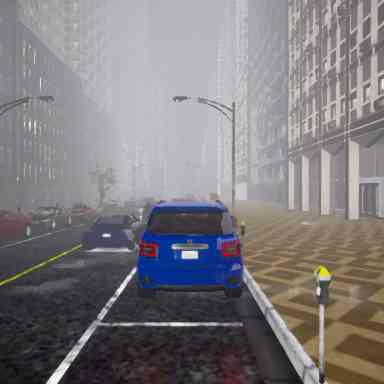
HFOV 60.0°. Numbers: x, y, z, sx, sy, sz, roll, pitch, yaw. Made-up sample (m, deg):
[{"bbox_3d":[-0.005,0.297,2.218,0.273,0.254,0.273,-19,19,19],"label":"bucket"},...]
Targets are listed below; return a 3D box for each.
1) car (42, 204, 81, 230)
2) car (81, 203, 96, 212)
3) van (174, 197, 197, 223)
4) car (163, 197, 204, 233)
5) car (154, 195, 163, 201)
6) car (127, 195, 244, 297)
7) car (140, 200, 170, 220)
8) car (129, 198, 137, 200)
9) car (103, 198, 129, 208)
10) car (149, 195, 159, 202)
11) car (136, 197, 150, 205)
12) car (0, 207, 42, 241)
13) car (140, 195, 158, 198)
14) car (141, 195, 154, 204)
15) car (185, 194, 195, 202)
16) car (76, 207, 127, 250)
[{"bbox_3d":[-8.844,1.547,20.672,2.008,1.369,4.403,-1,0,0],"label":"car"},{"bbox_3d":[-8.843,1.577,26.356,1.802,1.307,4.206,-1,0,0],"label":"car"},{"bbox_3d":[-0.465,1.336,26.356,1.690,1.788,3.998,-1,0,0],"label":"van"},{"bbox_3d":[-0.465,1.311,20.672,2.192,1.841,5.009,-1,0,0],"label":"car"},{"bbox_3d":[-8.844,1.545,88.876,1.947,1.339,4.313,-1,0,0],"label":"car"},{"bbox_3d":[-0.039,1.226,8.681,2.150,2.045,5.566,0,0,0],"label":"car"},{"bbox_3d":[-3.146,1.490,29.247,2.128,1.511,4.902,0,0,0],"label":"car"},{"bbox_3d":[-8.843,1.541,49.090,2.008,1.369,4.403,-1,0,0],"label":"car"},{"bbox_3d":[-8.844,1.543,37.723,2.008,1.369,4.403,-1,0,0],"label":"car"},{"bbox_3d":[-8.843,1.508,77.339,1.752,1.417,4.829,-1,0,0],"label":"car"},{"bbox_3d":[-8.843,1.569,60.458,1.802,1.307,4.206,-1,0,0],"label":"car"},{"bbox_3d":[-8.843,1.541,14.989,1.887,1.381,4.507,-1,0,0],"label":"car"},{"bbox_3d":[-6.146,1.551,47.248,1.812,1.442,4.674,0,0,0],"label":"car"},{"bbox_3d":[-8.845,1.426,66.141,1.967,1.590,4.097,-1,0,0],"label":"car"},{"bbox_3d":[-0.465,1.298,77.509,2.192,1.841,5.009,-1,0,0],"label":"car"},{"bbox_3d":[-3.146,1.570,14.247,1.994,1.385,4.181,0,0,0],"label":"car"}]
